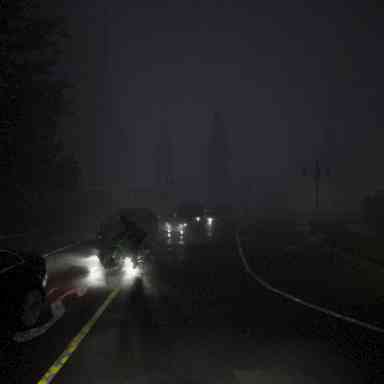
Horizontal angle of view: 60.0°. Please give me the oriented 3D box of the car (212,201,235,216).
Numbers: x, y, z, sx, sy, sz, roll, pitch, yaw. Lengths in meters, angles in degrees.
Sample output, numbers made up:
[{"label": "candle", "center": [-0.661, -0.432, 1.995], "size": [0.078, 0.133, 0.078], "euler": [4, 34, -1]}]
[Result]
[{"label": "car", "center": [2.407, 1.551, 32.438], "size": [2.033, 1.411, 5.357], "euler": [0, 0, 31]}]

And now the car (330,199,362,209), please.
[{"label": "car", "center": [20.892, 1.599, 44.875], "size": [4.718, 1.301, 1.895], "euler": [0, 0, -28]}]

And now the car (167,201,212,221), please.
[{"label": "car", "center": [-0.344, 1.497, 27.248], "size": [2.128, 1.511, 4.902], "euler": [0, 0, 22]}]

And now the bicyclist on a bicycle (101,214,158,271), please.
[{"label": "bicyclist on a bicycle", "center": [-1.805, 1.456, 9.545], "size": [1.656, 1.620, 0.582], "euler": [-2, 0, 0]}]

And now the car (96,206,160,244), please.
[{"label": "car", "center": [-2.921, 1.480, 16.025], "size": [1.882, 1.535, 5.008], "euler": [0, 0, 8]}]

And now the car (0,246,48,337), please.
[{"label": "car", "center": [-3.534, 1.492, 4.064], "size": [2.128, 1.511, 4.902], "euler": [0, 0, 1]}]
